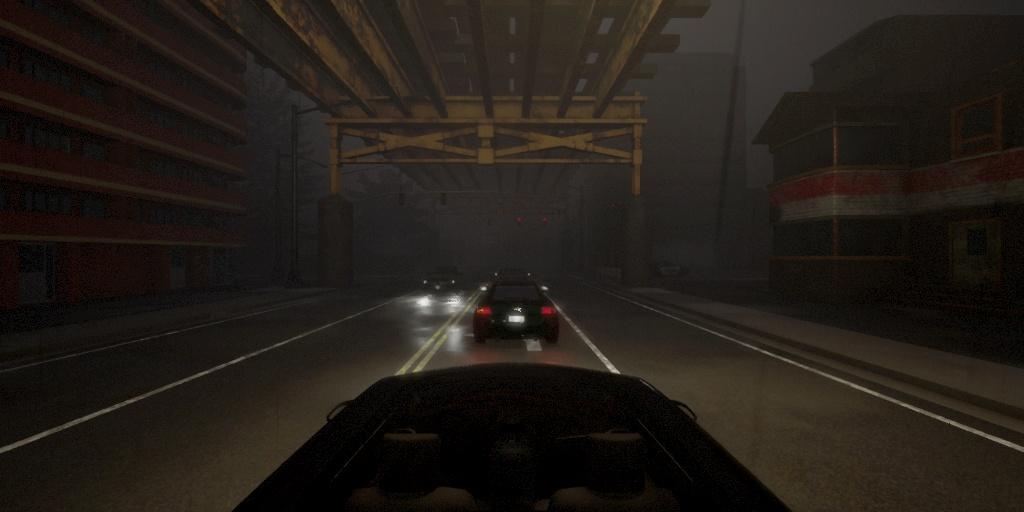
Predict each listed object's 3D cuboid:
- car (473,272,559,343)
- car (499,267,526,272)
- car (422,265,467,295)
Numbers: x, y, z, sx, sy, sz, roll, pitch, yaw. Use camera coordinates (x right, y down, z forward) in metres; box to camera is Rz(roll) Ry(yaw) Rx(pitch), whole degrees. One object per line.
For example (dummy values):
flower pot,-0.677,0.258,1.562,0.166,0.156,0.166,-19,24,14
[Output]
car,0.076,1.311,9.666,1.994,1.385,4.181,0,0,-1
car,0.032,1.280,19.616,2.033,1.411,5.357,0,0,0
car,-3.608,1.257,19.791,1.812,1.442,4.674,0,0,0
